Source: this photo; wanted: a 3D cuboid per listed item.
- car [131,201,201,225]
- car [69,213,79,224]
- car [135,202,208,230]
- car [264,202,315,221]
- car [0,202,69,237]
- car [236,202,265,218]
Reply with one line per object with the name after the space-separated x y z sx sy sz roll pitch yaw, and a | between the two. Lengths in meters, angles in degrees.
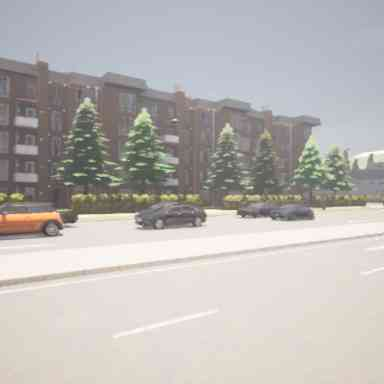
-1.931 1.520 25.242 4.902 1.511 2.128 1 0 -35 | car
-9.426 1.546 19.975 4.718 1.301 1.895 1 0 -35 | car
-1.237 1.532 21.457 4.892 1.490 1.837 1 0 -35 | car
8.555 1.700 28.326 4.181 1.385 1.994 1 0 -35 | car
-8.739 1.296 16.180 4.553 1.767 2.097 1 0 -35 | car
6.640 1.670 31.265 5.357 1.411 2.033 1 0 -35 | car
